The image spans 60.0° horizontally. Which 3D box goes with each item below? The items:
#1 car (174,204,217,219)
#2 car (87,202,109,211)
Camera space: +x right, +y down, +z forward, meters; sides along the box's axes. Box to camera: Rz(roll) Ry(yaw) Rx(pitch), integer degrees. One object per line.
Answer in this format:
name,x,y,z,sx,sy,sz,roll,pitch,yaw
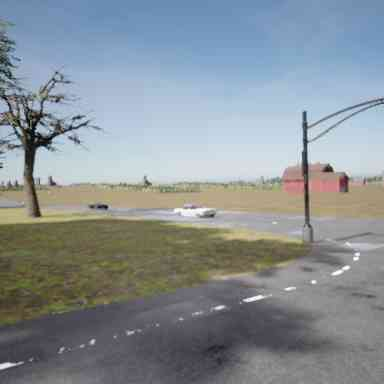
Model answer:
car,0.273,1.849,32.309,1.895,1.301,4.718,-3,1,-38
car,-14.668,2.179,51.802,1.895,1.301,4.718,-3,1,-37
